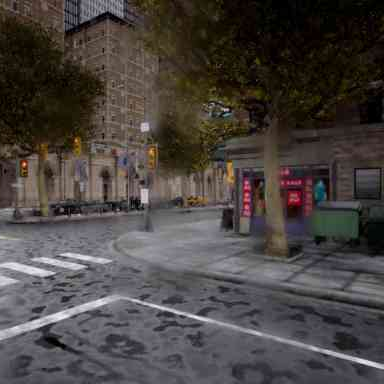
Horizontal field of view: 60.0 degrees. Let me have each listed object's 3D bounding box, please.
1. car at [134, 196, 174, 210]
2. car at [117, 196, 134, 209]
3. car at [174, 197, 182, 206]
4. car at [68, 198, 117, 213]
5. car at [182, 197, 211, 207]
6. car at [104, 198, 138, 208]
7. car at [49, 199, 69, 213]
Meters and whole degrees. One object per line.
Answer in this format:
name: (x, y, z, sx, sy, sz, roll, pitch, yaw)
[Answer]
car: (-4.932, 1.505, 43.818, 1.837, 1.490, 4.892, 0, 0, 36)
car: (-7.899, 1.352, 45.690, 2.097, 1.767, 4.553, 0, 0, 36)
car: (-1.780, 1.478, 54.134, 1.882, 1.535, 5.008, 0, 0, 36)
car: (-10.663, 1.564, 35.893, 1.994, 1.385, 4.181, 0, 0, 36)
car: (1.077, 1.478, 52.106, 1.882, 1.535, 5.008, 0, 0, 36)
car: (-10.172, 1.595, 47.925, 1.895, 1.301, 4.718, 0, 0, 36)
car: (-13.845, 1.505, 37.466, 1.837, 1.490, 4.892, 0, 0, 36)
